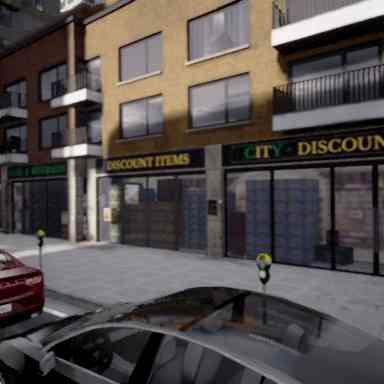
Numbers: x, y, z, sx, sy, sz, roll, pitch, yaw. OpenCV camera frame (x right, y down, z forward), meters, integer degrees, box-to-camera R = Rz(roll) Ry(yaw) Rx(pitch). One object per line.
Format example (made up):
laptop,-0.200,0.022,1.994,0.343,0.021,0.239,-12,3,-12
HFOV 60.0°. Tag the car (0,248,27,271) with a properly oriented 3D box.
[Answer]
car,-4.560,1.612,6.216,4.507,1.381,1.887,-1,0,36

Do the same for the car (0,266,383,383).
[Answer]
car,-0.113,1.574,2.948,4.313,1.339,1.947,-1,0,36
